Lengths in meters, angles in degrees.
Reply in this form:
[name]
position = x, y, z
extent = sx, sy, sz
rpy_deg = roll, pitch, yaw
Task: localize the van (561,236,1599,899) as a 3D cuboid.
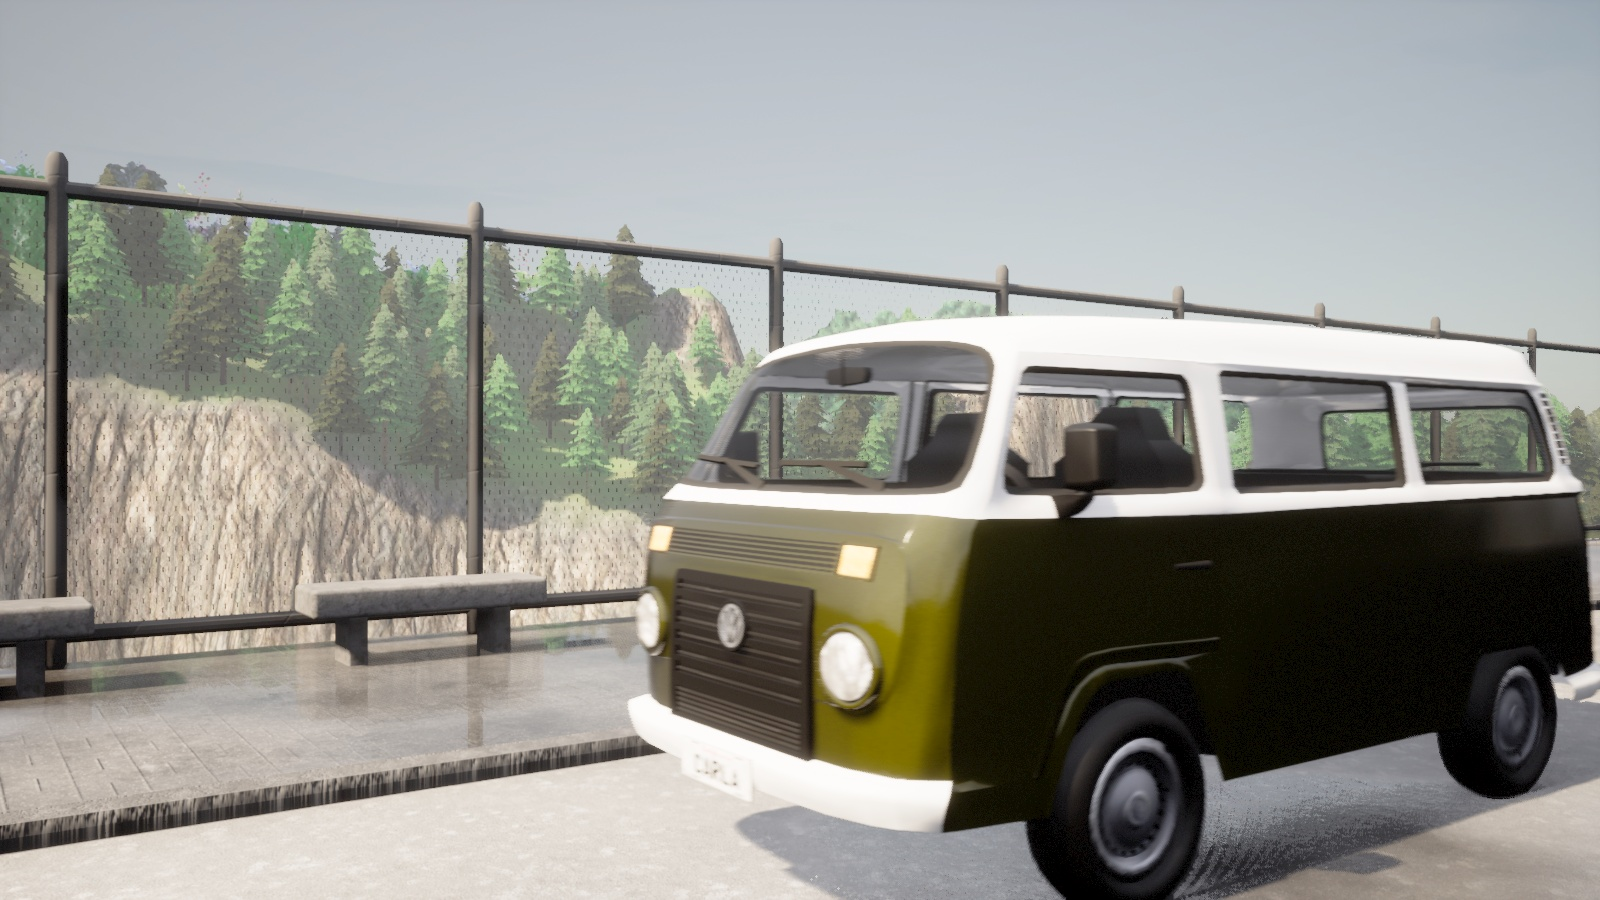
[van]
position = 1.503, 0.477, 5.315
extent = 4.480, 2.038, 2.069
rpy_deg = 0, 0, -35
